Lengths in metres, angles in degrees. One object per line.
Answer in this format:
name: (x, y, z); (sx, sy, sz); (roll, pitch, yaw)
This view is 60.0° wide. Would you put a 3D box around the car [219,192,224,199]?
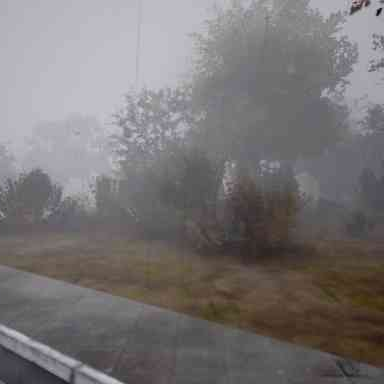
car: (4.413, 1.066, 57.731); (2.150, 2.045, 5.566); (0, 0, 32)
